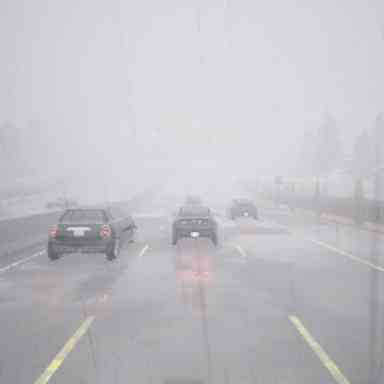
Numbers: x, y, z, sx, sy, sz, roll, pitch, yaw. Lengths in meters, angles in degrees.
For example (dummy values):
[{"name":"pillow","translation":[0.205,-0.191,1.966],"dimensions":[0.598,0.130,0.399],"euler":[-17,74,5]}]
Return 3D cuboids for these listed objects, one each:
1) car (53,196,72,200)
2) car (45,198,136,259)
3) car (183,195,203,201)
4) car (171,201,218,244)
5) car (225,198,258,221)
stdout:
[{"name":"car","translation":[-13.995,1.150,35.946],"dimensions":[1.895,1.301,4.718],"euler":[0,2,0]},{"name":"car","translation":[-3.392,1.218,12.100],"dimensions":[2.097,1.767,4.553],"euler":[0,1,0]},{"name":"car","translation":[0.122,1.076,35.302],"dimensions":[1.837,1.490,4.892],"euler":[0,1,0]},{"name":"car","translation":[0.110,1.336,14.879],"dimensions":[1.837,1.490,4.892],"euler":[0,0,0]},{"name":"car","translation":[3.615,1.228,24.535],"dimensions":[1.837,1.490,4.892],"euler":[0,0,0]}]
